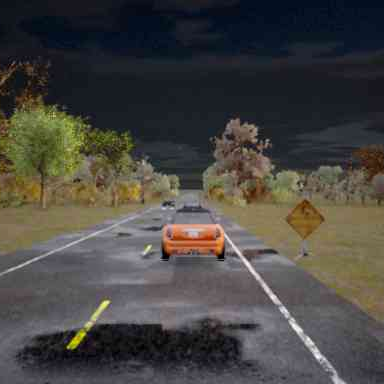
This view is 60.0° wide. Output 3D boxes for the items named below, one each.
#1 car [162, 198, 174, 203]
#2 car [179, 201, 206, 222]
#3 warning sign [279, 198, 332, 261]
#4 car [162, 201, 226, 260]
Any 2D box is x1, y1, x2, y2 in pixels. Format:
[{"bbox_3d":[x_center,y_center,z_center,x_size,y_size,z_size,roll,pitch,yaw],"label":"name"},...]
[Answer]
[{"bbox_3d":[-3.607,1.635,51.577,2.033,1.411,5.357,0,0,0],"label":"car"},{"bbox_3d":[0.051,1.537,27.978,2.128,1.511,4.902,0,0,0],"label":"car"},{"bbox_3d":[3.547,1.131,10.493,1.300,1.860,1.060,0,0,0],"label":"warning sign"},{"bbox_3d":[0.062,1.370,12.686,2.097,1.767,4.553,0,0,0],"label":"car"}]
